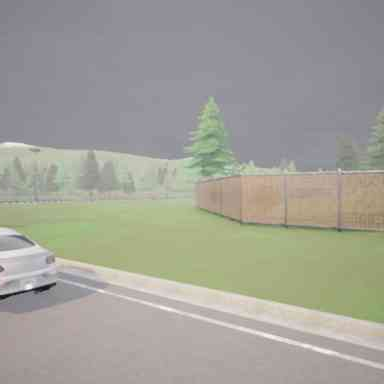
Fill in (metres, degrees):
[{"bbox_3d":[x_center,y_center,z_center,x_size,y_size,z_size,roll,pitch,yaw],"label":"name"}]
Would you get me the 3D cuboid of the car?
[{"bbox_3d":[-4.893,1.495,7.482,4.674,1.442,1.812,0,0,35],"label":"car"}]
